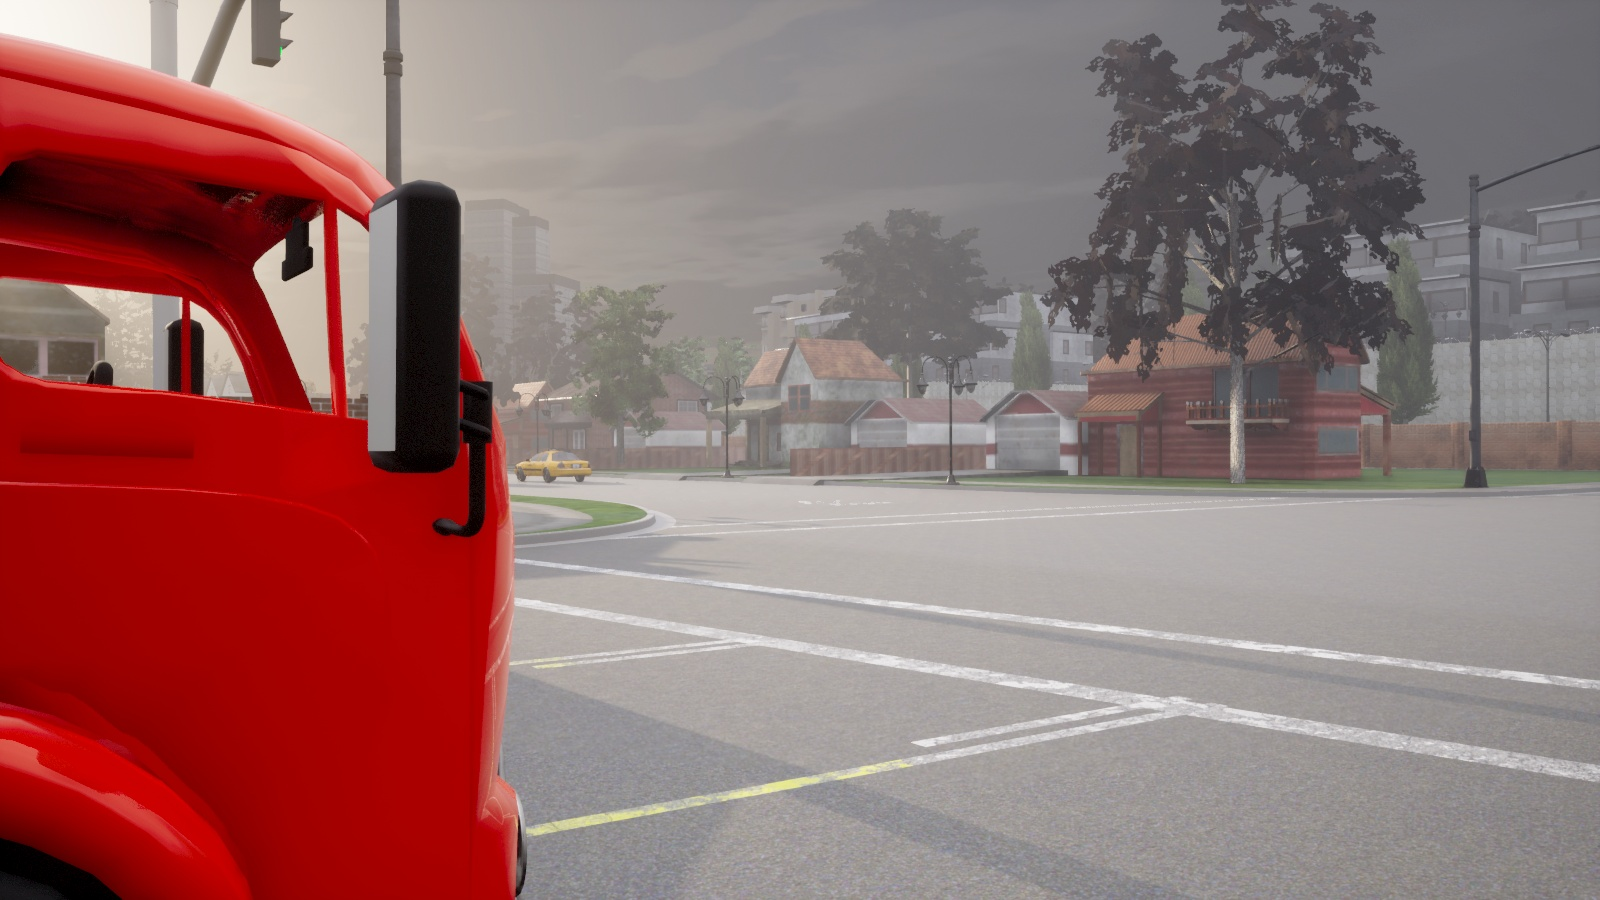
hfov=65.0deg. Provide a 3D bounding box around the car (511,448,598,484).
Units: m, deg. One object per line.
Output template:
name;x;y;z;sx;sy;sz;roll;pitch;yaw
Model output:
car;-11.426;0.728;58.117;1.801;1.575;5.366;-1;0;-36

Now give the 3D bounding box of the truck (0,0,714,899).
truck;-3.027;0.263;1.582;5.204;2.467;2.627;0;0;-34
